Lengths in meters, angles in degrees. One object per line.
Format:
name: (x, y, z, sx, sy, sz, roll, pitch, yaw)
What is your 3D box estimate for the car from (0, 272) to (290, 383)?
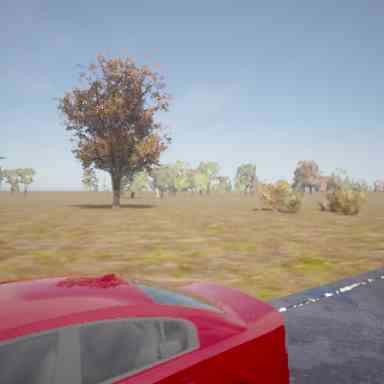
car: (-1.404, 1.478, 2.433, 5.008, 1.535, 1.882, 0, 0, -36)
